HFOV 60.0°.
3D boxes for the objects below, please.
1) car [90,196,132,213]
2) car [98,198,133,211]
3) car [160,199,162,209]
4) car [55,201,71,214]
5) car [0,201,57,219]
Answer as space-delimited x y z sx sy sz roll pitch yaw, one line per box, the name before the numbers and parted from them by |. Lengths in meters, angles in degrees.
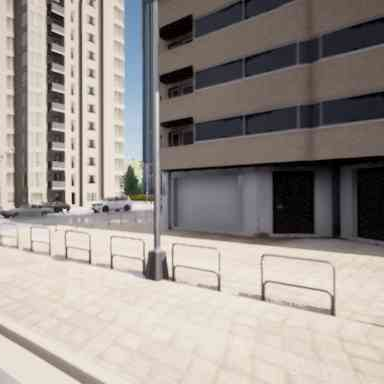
car | -10.089 1.536 41.935 2.150 2.045 5.566 -1 0 39
car | -10.716 1.694 46.799 2.097 1.767 4.553 -1 0 38
car | -2.854 1.642 45.242 2.097 1.767 4.553 -1 0 38
car | -16.741 1.841 39.098 1.837 1.490 4.892 -1 0 38
car | -16.635 1.910 33.542 1.895 1.301 4.718 -1 0 38
